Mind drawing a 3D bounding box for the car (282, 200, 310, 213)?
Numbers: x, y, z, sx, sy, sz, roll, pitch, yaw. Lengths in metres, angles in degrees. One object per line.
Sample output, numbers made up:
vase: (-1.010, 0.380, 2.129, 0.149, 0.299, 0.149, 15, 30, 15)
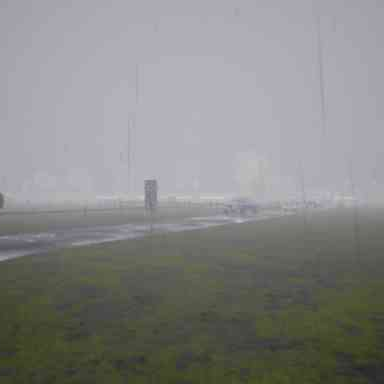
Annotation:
car: (13.739, 2.014, 44.366, 1.895, 1.301, 4.718, -1, -1, 35)

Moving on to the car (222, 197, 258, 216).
car: (5.550, 1.571, 37.626, 2.150, 2.045, 5.566, -1, -1, 34)

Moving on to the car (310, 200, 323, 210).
car: (19.267, 2.005, 52.430, 1.837, 1.490, 4.892, -1, -1, 35)
